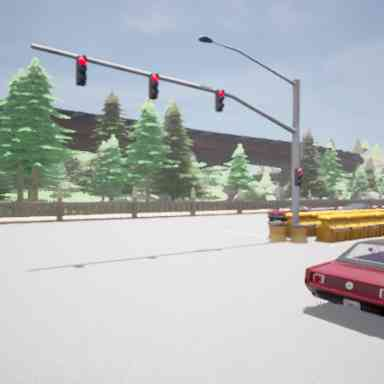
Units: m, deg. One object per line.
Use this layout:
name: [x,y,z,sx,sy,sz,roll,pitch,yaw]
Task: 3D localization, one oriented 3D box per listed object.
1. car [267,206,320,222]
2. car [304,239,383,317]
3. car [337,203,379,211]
car: [8.297,1.796,27.059,4.718,1.301,1.895,1,0,-35]
car: [4.556,1.668,6.994,4.718,1.301,1.895,1,0,-35]
car: [16.449,1.830,32.793,5.357,1.411,2.033,1,0,-35]
